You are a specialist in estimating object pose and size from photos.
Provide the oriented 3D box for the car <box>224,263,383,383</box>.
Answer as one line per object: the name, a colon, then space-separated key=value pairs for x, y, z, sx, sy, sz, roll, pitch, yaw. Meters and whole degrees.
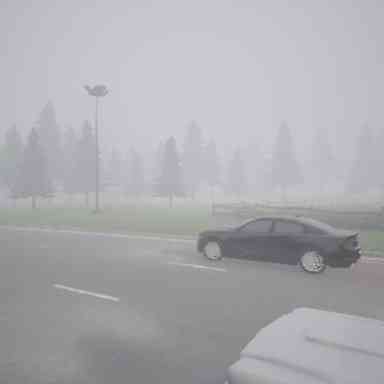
car: x=2.536 y=1.598 z=2.113 sx=4.718 sy=1.301 sz=1.895 roll=0 pitch=0 yaw=35

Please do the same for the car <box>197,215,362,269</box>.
car: x=2.514 y=1.458 z=10.445 sx=5.008 sy=1.535 sz=1.882 roll=0 pitch=0 yaw=33
